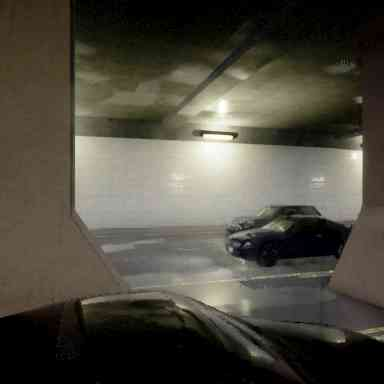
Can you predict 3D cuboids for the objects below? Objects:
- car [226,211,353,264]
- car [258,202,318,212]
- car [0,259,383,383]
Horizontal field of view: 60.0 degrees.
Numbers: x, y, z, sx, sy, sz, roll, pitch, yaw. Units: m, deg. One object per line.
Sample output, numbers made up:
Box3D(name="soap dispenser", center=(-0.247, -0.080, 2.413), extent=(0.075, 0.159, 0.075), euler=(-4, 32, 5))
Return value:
Box3D(name="car", center=(3.425, 1.526, 11.122), extent=(4.674, 1.442, 1.812), euler=(0, 0, -18))
Box3D(name="car", center=(3.835, 1.352, 14.948), extent=(4.553, 1.767, 2.097), euler=(0, 0, -20))
Box3D(name="car", center=(-0.225, 1.526, 2.346), extent=(4.674, 1.442, 1.812), euler=(0, 0, -17))
